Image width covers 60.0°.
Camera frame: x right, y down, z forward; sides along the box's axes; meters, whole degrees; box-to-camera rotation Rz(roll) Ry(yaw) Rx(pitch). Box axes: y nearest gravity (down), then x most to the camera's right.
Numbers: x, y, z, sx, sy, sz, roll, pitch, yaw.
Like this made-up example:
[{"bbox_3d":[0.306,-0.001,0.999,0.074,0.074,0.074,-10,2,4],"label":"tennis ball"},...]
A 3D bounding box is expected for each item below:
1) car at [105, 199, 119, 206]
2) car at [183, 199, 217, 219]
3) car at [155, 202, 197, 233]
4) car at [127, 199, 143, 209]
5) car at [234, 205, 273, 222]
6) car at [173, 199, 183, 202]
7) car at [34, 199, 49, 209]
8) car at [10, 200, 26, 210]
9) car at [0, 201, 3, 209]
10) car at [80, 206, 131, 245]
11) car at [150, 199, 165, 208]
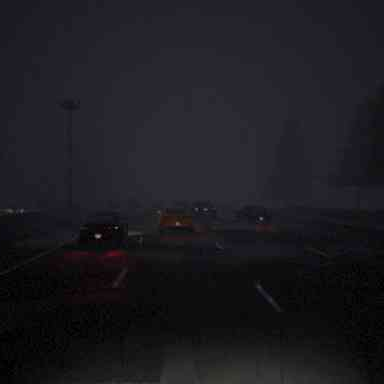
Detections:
[{"bbox_3d":[-12.925,1.925,53.774,2.128,1.511,4.902,0,0,-21],"label":"car"},{"bbox_3d":[0.787,1.559,30.774,2.097,1.767,4.553,0,0,-11],"label":"car"},{"bbox_3d":[-1.146,1.628,20.990,1.882,1.535,5.008,0,0,-8],"label":"car"},{"bbox_3d":[-9.341,1.910,54.188,2.128,1.511,4.902,0,0,-21],"label":"car"},{"bbox_3d":[4.998,1.767,27.803,1.895,1.301,4.718,0,0,-9],"label":"car"},{"bbox_3d":[-1.917,1.874,54.221,2.128,1.511,4.902,0,0,-20],"label":"car"},{"bbox_3d":[-24.924,2.002,55.241,1.837,1.490,4.892,0,0,-22],"label":"car"},{"bbox_3d":[-28.102,2.033,53.777,1.812,1.442,4.674,0,0,-22],"label":"car"},{"bbox_3d":[-32.101,2.072,54.341,1.812,1.442,4.674,0,0,-23],"label":"car"},{"bbox_3d":[-4.180,1.658,16.192,1.812,1.442,4.674,0,0,-6],"label":"car"},{"bbox_3d":[-5.293,1.918,53.350,1.812,1.442,4.674,0,0,-20],"label":"car"}]
